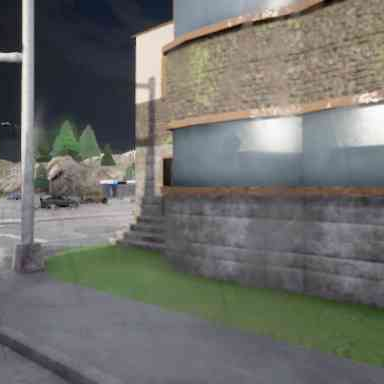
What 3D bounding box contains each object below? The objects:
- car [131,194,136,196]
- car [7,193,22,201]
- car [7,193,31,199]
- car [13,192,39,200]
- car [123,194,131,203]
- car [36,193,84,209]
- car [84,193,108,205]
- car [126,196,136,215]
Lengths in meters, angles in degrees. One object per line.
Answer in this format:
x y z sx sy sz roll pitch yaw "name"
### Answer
-7.328 0.873 53.205 1.905 1.878 3.866 0 0 35 "car"
-32.415 0.962 62.351 1.845 1.501 3.633 0 0 35 "car"
-40.191 0.893 77.254 2.007 1.523 4.514 0 0 35 "car"
-37.607 0.902 75.476 2.152 1.636 5.027 0 0 35 "car"
-9.682 1.137 55.633 1.970 1.475 3.806 0 0 35 "car"
-14.731 1.116 36.526 2.007 1.523 4.514 0 0 35 "car"
-14.571 0.874 48.706 1.932 1.855 4.605 0 0 35 "car"
-2.765 1.243 26.886 1.812 1.442 4.674 0 0 35 "car"
